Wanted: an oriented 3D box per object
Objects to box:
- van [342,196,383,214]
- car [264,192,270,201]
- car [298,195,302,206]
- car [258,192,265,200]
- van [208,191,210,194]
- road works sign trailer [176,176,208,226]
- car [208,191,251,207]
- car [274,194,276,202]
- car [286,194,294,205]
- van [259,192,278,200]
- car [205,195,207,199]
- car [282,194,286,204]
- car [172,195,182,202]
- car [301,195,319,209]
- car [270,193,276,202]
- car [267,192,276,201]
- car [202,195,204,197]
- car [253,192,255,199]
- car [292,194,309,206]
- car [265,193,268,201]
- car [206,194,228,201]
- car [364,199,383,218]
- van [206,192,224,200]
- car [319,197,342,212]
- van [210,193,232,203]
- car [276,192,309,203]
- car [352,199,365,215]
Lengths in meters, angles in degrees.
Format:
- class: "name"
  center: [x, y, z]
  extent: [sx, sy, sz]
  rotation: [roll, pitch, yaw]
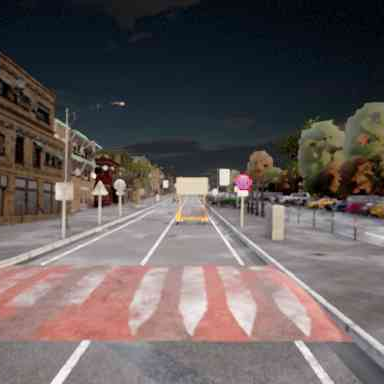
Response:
- class: "van"
  center: [18.993, 1.401, 35.656]
  extent: [4.442, 1.987, 1.878]
  rotation: [0, 0, 0]
- class: "car"
  center: [18.896, 1.397, 74.521]
  extent: [4.792, 1.488, 2.163]
  rotation: [0, 1, 0]
- class: "car"
  center: [18.902, 1.573, 49.535]
  extent: [4.792, 1.488, 2.163]
  rotation: [0, 0, 0]
- class: "car"
  center: [18.838, 1.084, 77.293]
  extent: [5.566, 2.045, 2.435]
  rotation: [0, 1, 0]
- class: "van"
  center: [5.673, 1.220, 65.455]
  extent: [4.442, 1.987, 1.878]
  rotation: [0, 0, 0]
- class: "road works sign trailer"
  center: [0.017, 0.624, 24.717]
  extent: [2.380, 3.560, 2.880]
  rotation: [0, 0, 0]
- class: "car"
  center: [5.765, 1.279, 51.435]
  extent: [5.566, 2.045, 2.435]
  rotation: [0, 0, 0]
- class: "car"
  center: [18.864, 1.461, 63.411]
  extent: [4.892, 1.521, 2.231]
  rotation: [0, 0, 0]
- class: "car"
  center: [18.877, 1.510, 55.085]
  extent: [5.008, 1.535, 2.097]
  rotation: [0, 0, 0]
- class: "van"
  center: [18.982, 1.038, 82.846]
  extent: [4.442, 1.987, 1.878]
  rotation: [0, 1, 0]
- class: "car"
  center: [5.817, 1.431, 71.062]
  extent: [4.792, 1.488, 2.163]
  rotation: [0, 0, 0]
- class: "car"
  center: [18.876, 1.493, 57.861]
  extent: [5.008, 1.535, 2.097]
  rotation: [0, 0, 0]
- class: "car"
  center: [-3.171, 1.407, 71.008]
  extent: [1.812, 1.442, 4.674]
  rotation: [0, 1, 0]
- class: "car"
  center: [18.688, 1.557, 46.759]
  extent: [5.366, 1.575, 1.946]
  rotation: [0, 0, 0]
- class: "car"
  center: [18.864, 1.441, 66.189]
  extent: [5.008, 1.535, 2.097]
  rotation: [0, 0, 0]
- class: "car"
  center: [19.053, 1.416, 68.966]
  extent: [5.366, 1.575, 1.946]
  rotation: [0, 0, 0]
- class: "car"
  center: [5.757, 1.019, 82.277]
  extent: [5.566, 2.045, 2.435]
  rotation: [0, 1, 0]
- class: "car"
  center: [19.050, 1.222, 85.623]
  extent: [5.366, 1.575, 1.946]
  rotation: [0, 1, 0]
- class: "car"
  center: [18.879, 1.528, 52.310]
  extent: [4.892, 1.521, 2.231]
  rotation: [0, 0, 0]
- class: "car"
  center: [18.838, 1.427, 71.738]
  extent: [4.792, 1.488, 2.163]
  rotation: [0, 1, 0]
- class: "car"
  center: [5.793, 1.342, 76.672]
  extent: [4.892, 1.521, 2.231]
  rotation: [0, 1, 0]
- class: "car"
  center: [18.873, 1.660, 30.105]
  extent: [5.008, 1.535, 2.097]
  rotation: [0, 0, 0]
- class: "van"
  center: [5.901, 1.006, 85.081]
  extent: [4.442, 1.987, 1.878]
  rotation: [0, 1, 0]
- class: "car"
  center: [18.846, 1.623, 41.208]
  extent: [4.792, 1.488, 2.163]
  rotation: [0, 0, 0]
- class: "van"
  center: [5.905, 1.198, 68.257]
  extent: [4.442, 1.987, 1.878]
  rotation: [0, 0, 0]
- class: "car"
  center: [18.842, 1.225, 60.635]
  extent: [5.566, 2.045, 2.435]
  rotation: [0, 0, 0]
- class: "car"
  center: [18.874, 1.683, 32.883]
  extent: [4.674, 1.452, 2.002]
  rotation: [0, 0, 0]
